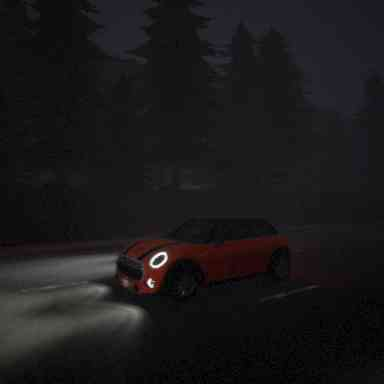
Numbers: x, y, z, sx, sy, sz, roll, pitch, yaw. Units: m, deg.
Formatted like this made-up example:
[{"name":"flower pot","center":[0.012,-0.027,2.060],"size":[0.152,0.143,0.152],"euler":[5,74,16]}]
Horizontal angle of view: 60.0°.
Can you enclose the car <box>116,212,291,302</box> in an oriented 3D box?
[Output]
[{"name":"car","center":[0.413,1.407,8.511],"size":[4.553,1.767,2.097],"euler":[1,0,-35]}]

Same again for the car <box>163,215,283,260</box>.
[{"name":"car","center":[1.358,1.695,13.471],"size":[4.718,1.301,1.895],"euler":[1,0,-35]}]
